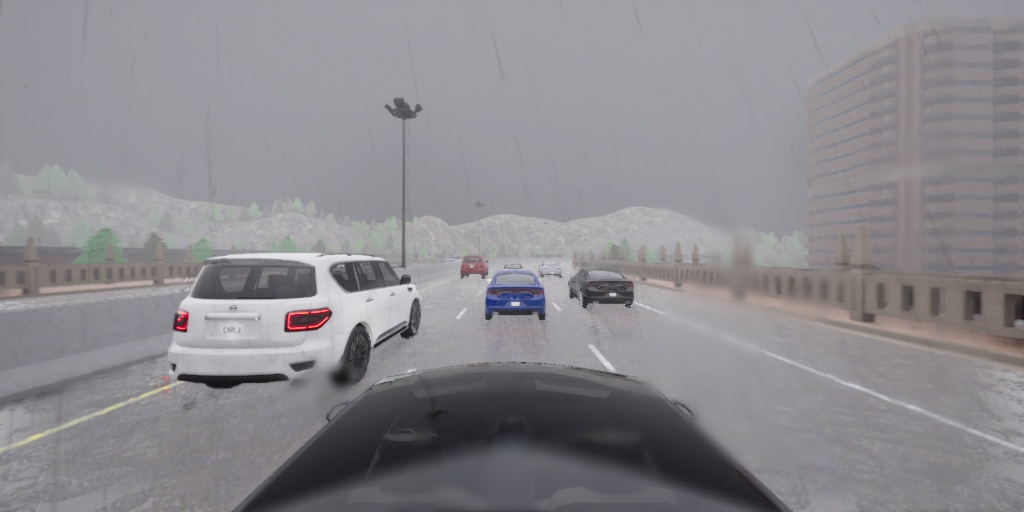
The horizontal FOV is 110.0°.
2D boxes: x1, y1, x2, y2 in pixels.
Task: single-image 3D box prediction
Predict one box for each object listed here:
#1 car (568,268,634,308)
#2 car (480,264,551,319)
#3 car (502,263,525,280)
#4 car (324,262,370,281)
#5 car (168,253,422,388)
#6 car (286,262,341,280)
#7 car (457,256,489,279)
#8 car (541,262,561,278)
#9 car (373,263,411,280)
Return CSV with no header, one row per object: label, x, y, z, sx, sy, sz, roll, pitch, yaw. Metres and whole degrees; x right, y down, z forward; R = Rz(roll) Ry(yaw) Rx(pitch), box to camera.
car,3.603,1.229,15.278,1.882,1.535,5.008,0,0,0
car,0.103,1.229,12.803,1.882,1.535,5.008,0,0,0
car,0.106,1.353,32.180,1.895,1.301,4.718,0,0,0
car,-14.086,1.279,30.863,1.812,1.442,4.674,0,0,0
car,-3.410,0.972,7.030,2.150,2.045,5.566,0,0,0
car,-17.589,1.301,32.141,2.033,1.411,5.357,0,0,0
car,-3.392,0.974,33.055,2.150,2.045,5.566,0,0,0
car,3.596,1.278,34.345,1.812,1.442,4.674,0,0,0
car,-10.585,1.317,31.957,1.994,1.385,4.181,0,0,0
